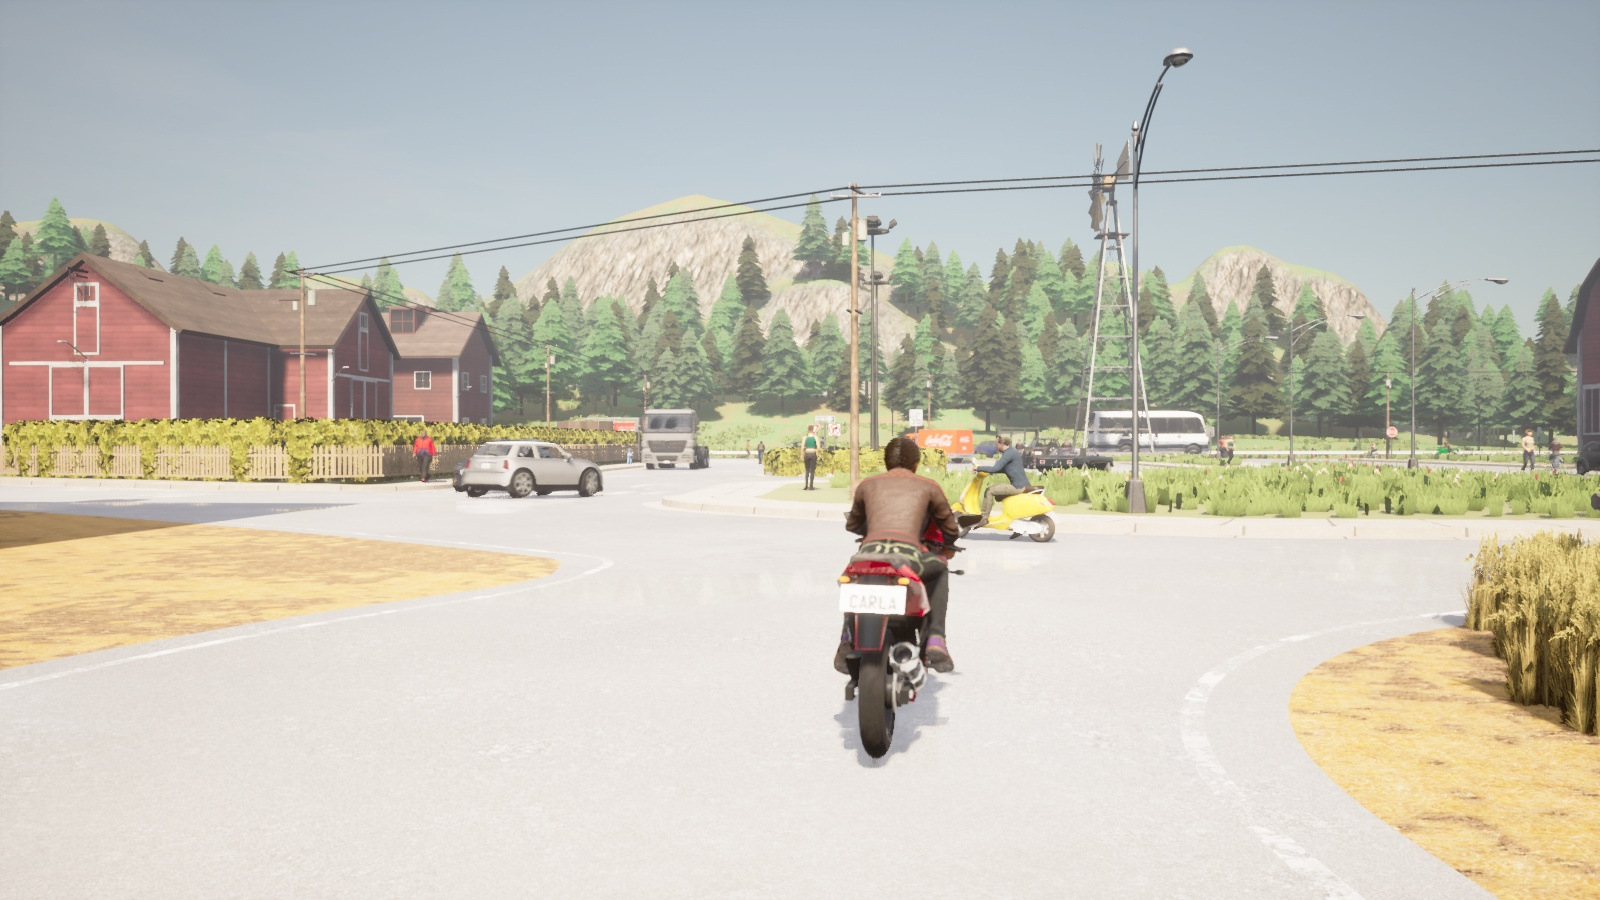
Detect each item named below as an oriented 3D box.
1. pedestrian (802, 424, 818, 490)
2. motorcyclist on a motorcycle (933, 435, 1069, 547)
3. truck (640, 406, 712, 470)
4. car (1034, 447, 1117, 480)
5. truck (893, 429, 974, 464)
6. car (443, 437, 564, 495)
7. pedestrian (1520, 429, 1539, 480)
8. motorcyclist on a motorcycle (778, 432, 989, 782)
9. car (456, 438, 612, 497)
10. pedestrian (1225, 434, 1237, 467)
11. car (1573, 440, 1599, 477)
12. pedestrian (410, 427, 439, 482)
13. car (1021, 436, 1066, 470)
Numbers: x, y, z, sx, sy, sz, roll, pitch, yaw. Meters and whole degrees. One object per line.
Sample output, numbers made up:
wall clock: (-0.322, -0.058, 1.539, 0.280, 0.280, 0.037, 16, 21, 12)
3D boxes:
pedestrian: (0.288, 0.200, 35.230, 0.345, 1.836, 0.594, 0, 0, 9)
motorcyclist on a motorcycle: (3.008, 0.576, 18.782, 1.817, 1.590, 0.866, 1, 1, 28)
truck: (-6.997, -0.648, 71.979, 2.891, 3.462, 7.936, 0, 0, 3)
car: (11.861, 0.551, 53.928, 1.895, 1.301, 4.718, 0, 0, 34)
truck: (9.631, -0.243, 90.685, 5.204, 2.467, 2.627, 1, 0, 39)
car: (-9.124, 0.444, 39.137, 2.033, 1.649, 4.856, 0, 1, 8)
pedestrian: (26.687, 0.163, 45.960, 0.345, 1.836, 0.594, 0, 0, 2)
motorcyclist on a motorcycle: (0.515, 0.691, 6.580, 0.797, 1.523, 2.044, 1, 0, 12)
car: (-7.047, 0.475, 33.637, 1.970, 1.475, 3.806, 0, -1, 32)
pedestrian: (24.018, 0.034, 69.977, 0.345, 1.836, 0.594, 0, 0, -18)
car: (35.430, 0.367, 54.181, 1.851, 1.617, 3.988, 0, 0, 3)
pedestrian: (-12.610, 0.153, 42.146, 0.634, 1.844, 0.899, 0, 0, 7)
car: (13.798, 0.170, 71.375, 1.932, 1.855, 4.605, 0, 0, 3)
